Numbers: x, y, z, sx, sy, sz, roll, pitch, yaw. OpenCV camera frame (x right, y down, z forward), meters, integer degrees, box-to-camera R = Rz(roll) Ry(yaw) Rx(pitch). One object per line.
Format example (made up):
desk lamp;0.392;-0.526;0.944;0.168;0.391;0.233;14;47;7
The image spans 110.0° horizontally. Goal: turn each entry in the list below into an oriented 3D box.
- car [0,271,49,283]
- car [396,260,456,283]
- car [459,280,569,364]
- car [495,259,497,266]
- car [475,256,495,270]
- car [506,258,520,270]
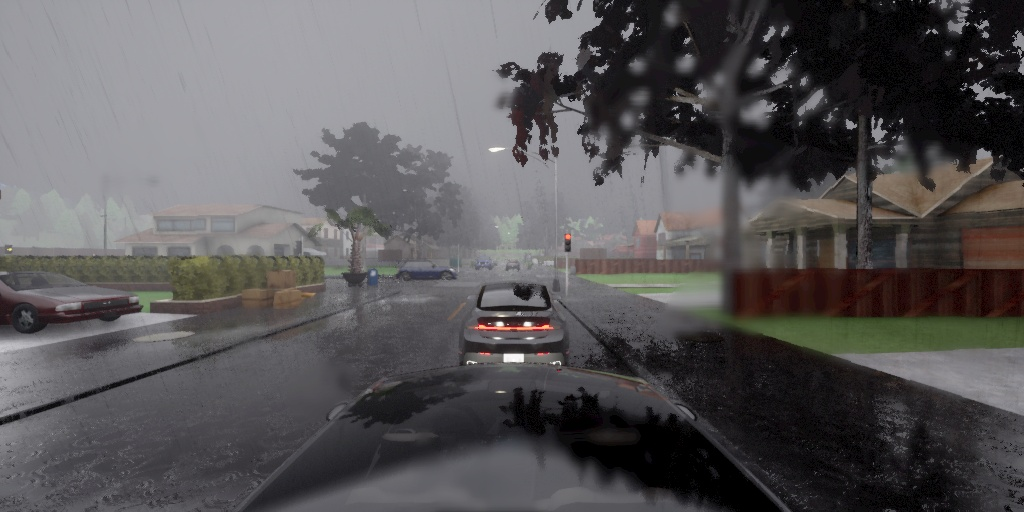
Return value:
car;-43.850;1.242;30.851;4.902;1.511;2.128;0;0;0
car;-6.640;1.101;27.814;4.553;1.767;2.097;0;0;-17
car;0.047;1.255;7.654;1.837;1.490;4.892;0;0;1
car;-4.024;1.241;62.308;2.128;1.511;4.902;0;0;0
car;-4.059;0.971;52.258;2.150;2.045;5.566;0;0;0
car;0.131;1.241;52.203;2.128;1.511;4.902;0;0;0
